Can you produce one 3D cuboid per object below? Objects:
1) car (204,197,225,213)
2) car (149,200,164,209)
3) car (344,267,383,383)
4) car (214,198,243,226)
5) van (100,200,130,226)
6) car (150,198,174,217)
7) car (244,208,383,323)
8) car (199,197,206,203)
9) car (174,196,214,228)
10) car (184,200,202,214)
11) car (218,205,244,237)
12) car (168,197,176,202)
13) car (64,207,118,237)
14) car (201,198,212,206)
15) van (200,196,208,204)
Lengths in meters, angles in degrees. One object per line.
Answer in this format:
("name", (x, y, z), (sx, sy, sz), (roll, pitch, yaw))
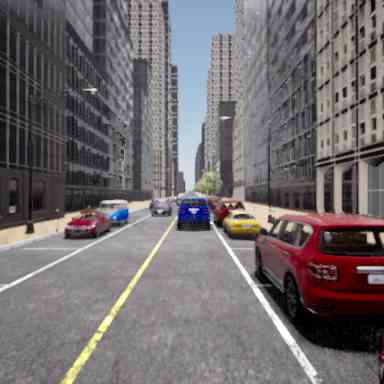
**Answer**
("car", (2.729, 1.595, 41.399), (2.192, 1.841, 5.009), (0, 0, 0))
("car", (-5.641, 1.913, 52.803), (1.947, 1.339, 4.313), (0, 0, 0))
("car", (2.691, 1.556, 1.519), (1.887, 1.381, 4.507), (0, 0, 0))
("car", (2.713, 1.484, 24.309), (2.192, 1.841, 5.009), (0, 0, 0))
("van", (-5.668, 1.510, 24.318), (1.690, 1.788, 3.998), (0, 0, 0))
("car", (-3.064, 1.727, 34.374), (2.128, 1.511, 4.902), (0, 0, 0))
("car", (2.697, 1.366, 7.217), (2.192, 1.841, 5.009), (0, 0, 0))
("car", (2.773, 2.095, 86.979), (1.802, 1.307, 4.206), (0, 0, 0))
("car", (0.124, 1.384, 23.418), (2.150, 2.045, 5.566), (0, 0, 0))
("car", (0.139, 1.770, 41.238), (2.128, 1.511, 4.902), (0, 0, 0))
("car", (2.708, 1.656, 18.779), (1.752, 1.417, 4.829), (0, 0, 0))
("car", (-5.602, 2.104, 92.683), (1.947, 1.339, 4.313), (0, 0, 0))
("car", (-5.673, 1.712, 18.617), (1.802, 1.307, 4.206), (0, 0, 0))
("car", (2.751, 1.952, 64.190), (1.887, 1.381, 4.507), (0, 0, 0))
("van", (2.763, 1.803, 75.583), (1.690, 1.788, 3.998), (0, 0, 0))
